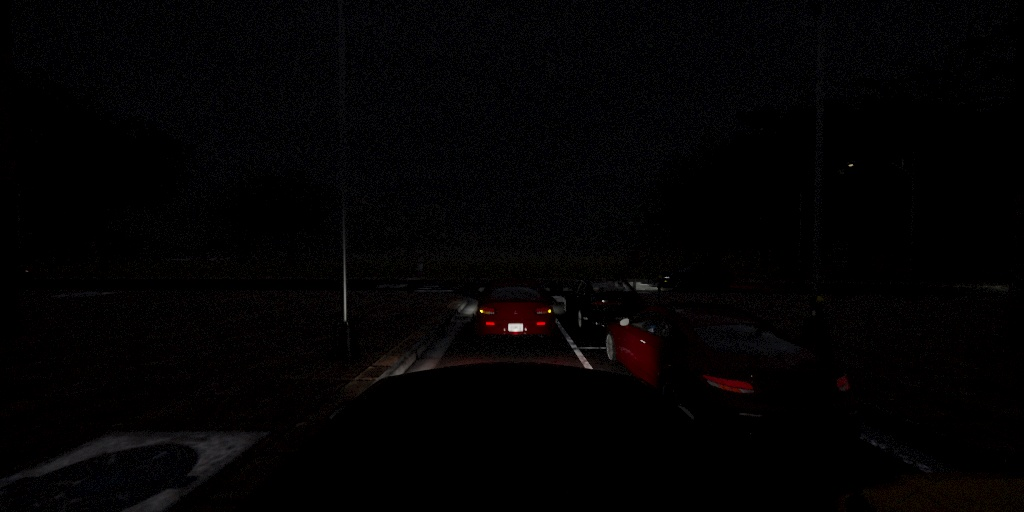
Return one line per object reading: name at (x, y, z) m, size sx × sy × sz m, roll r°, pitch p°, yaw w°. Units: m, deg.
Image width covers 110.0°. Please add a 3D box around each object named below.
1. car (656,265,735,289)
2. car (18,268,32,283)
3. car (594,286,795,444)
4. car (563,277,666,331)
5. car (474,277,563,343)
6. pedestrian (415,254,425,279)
car at (12.248, 1.345, 24.105) m, size 4.892 × 1.490 × 1.837 m, roll 1°, pitch 1°, yaw 0°
car at (-35.220, 1.200, 23.988) m, size 4.181 × 1.385 × 1.994 m, roll 0°, pitch 1°, yaw 0°
car at (2.630, 1.330, 5.263) m, size 1.802 × 1.307 × 4.207 m, roll 0°, pitch 0°, yaw 0°
car at (2.620, 1.296, 10.795) m, size 2.007 × 1.370 × 4.403 m, roll 0°, pitch 0°, yaw 0°
car at (0.063, 1.272, 9.545) m, size 1.812 × 1.442 × 4.674 m, roll 0°, pitch 0°, yaw 0°
pedestrian at (-6.929, 0.752, 26.957) m, size 0.375 × 1.860 × 0.375 m, roll 0°, pitch 1°, yaw 0°
